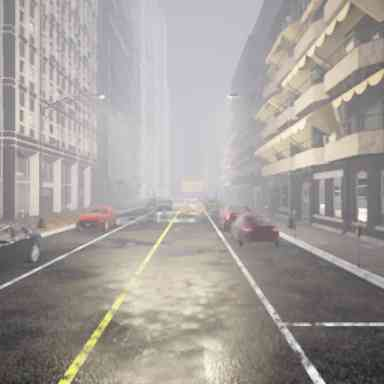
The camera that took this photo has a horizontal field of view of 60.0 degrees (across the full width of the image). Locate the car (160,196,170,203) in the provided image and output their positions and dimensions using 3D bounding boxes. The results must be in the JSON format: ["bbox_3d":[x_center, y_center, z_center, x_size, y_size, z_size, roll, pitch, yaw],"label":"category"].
[{"bbox_3d":[-5.668,1.553,71.087,1.752,1.417,4.829,0,0,0],"label":"car"}]

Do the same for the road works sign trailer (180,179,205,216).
[{"bbox_3d":[0.010,0.468,33.075,2.380,3.560,2.880,0,0,0],"label":"road works sign trailer"}]

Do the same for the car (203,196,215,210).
[{"bbox_3d":[2.704,1.533,43.181,1.752,1.417,4.829,0,0,0],"label":"car"}]

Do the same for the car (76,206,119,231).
[{"bbox_3d":[-5.683,1.546,20.420,1.887,1.381,4.507,0,0,0],"label":"car"}]

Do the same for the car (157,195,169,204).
[{"bbox_3d":[-5.670,1.463,65.609,1.967,1.590,4.097,0,0,0],"label":"car"}]

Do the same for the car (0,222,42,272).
[{"bbox_3d":[-5.686,1.550,9.123,2.008,1.369,4.403,0,0,0],"label":"car"}]

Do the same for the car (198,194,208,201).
[{"bbox_3d":[2.716,1.353,82.552,2.192,1.841,5.009,0,0,0],"label":"car"}]

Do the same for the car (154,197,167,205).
[{"bbox_3d":[-5.671,1.568,59.959,2.008,1.369,4.403,0,0,0],"label":"car"}]

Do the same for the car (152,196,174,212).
[{"bbox_3d":[-3.082,1.553,39.186,2.033,1.411,5.357,0,0,0],"label":"car"}]

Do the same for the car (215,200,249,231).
[{"bbox_3d":[2.698,1.441,20.418,1.967,1.590,4.097,0,0,0],"label":"car"}]

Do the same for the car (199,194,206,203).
[{"bbox_3d":[2.709,1.569,59.958,2.008,1.369,4.403,0,0,0],"label":"car"}]

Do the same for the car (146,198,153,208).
[{"bbox_3d":[-5.675,1.576,48.663,1.947,1.339,4.313,0,0,0],"label":"car"}]

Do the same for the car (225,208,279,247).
[{"bbox_3d":[2.696,1.582,14.769,1.802,1.307,4.206,0,0,0],"label":"car"}]

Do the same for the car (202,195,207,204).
[{"bbox_3d":[2.706,1.576,48.661,1.947,1.339,4.313,0,0,0],"label":"car"}]
